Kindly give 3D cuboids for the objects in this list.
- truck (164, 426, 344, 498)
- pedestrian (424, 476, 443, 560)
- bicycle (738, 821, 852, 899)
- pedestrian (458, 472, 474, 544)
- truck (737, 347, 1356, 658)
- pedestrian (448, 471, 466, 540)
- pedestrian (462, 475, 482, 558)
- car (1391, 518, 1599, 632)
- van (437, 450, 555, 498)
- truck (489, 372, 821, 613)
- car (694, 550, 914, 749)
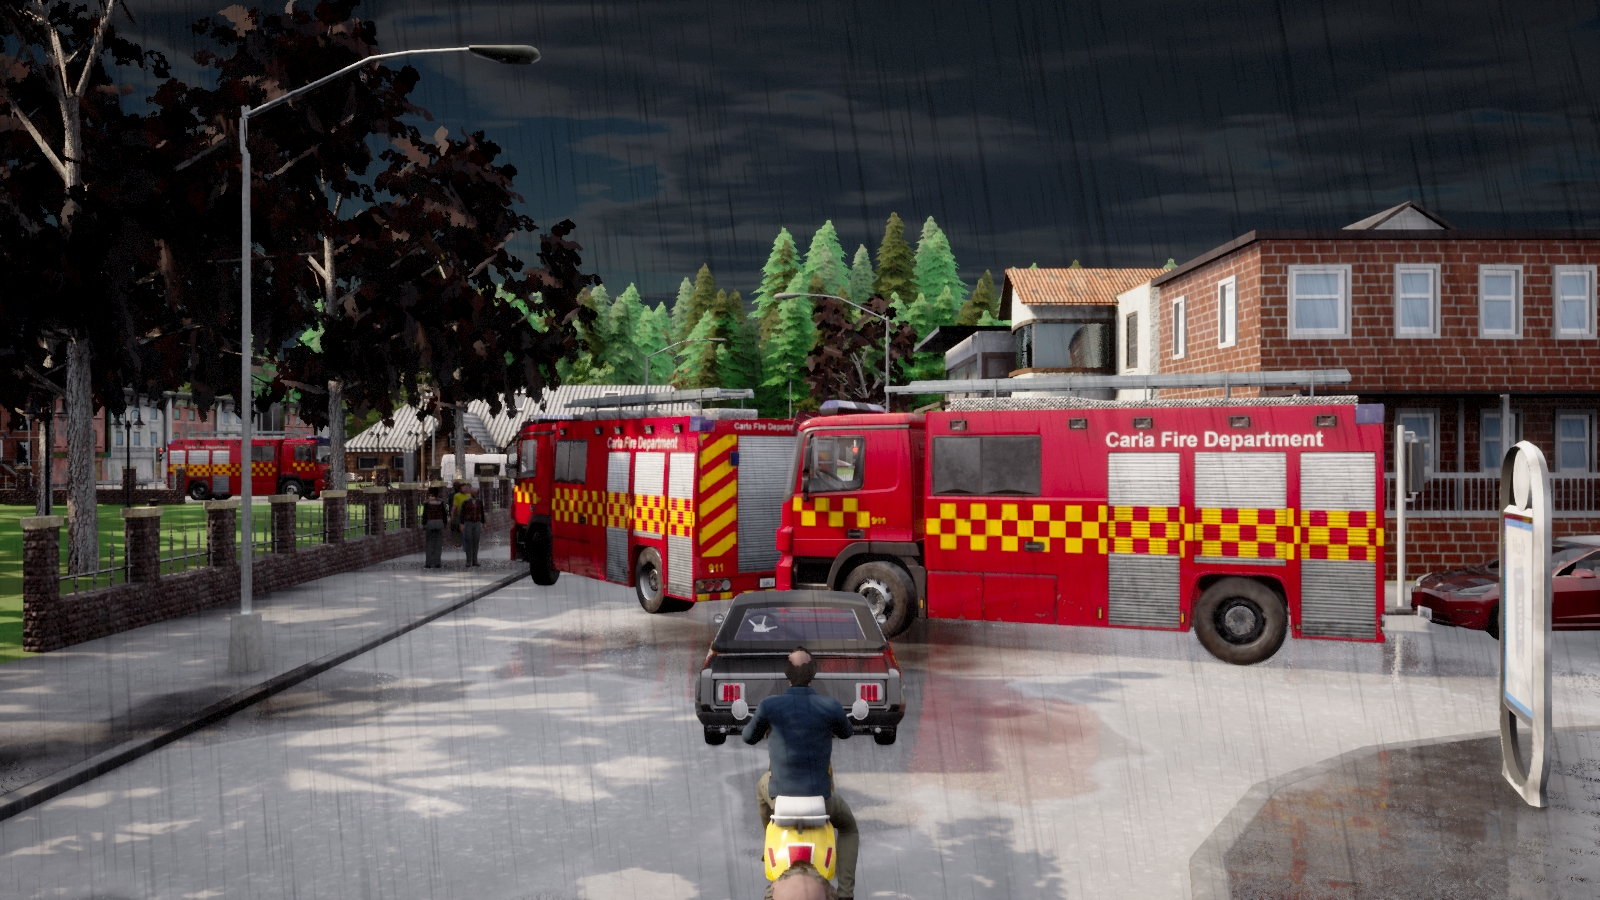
[{"bbox_3d":[-29.853,0.645,62.699,8.468,3.827,2.891,0,0,1],"label":"truck"},{"bbox_3d":[-8.216,1.514,25.633,0.375,1.860,0.375,0,0,-22],"label":"pedestrian"},{"bbox_3d":[-0.015,1.938,3.086,0.329,1.271,1.835,0,0,0],"label":"bicycle"},{"bbox_3d":[-8.778,1.513,30.008,0.375,1.860,0.375,0,0,-14],"label":"pedestrian"},{"bbox_3d":[3.503,0.662,17.042,8.468,3.827,2.891,0,0,23],"label":"truck"},{"bbox_3d":[-9.352,1.512,31.129,0.375,1.860,0.375,0,0,-1],"label":"pedestrian"},{"bbox_3d":[-7.486,1.514,26.081,0.375,1.860,0.375,0,0,-29],"label":"pedestrian"},{"bbox_3d":[11.906,1.835,17.293,4.792,1.488,2.163,0,0,0],"label":"car"},{"bbox_3d":[-16.613,1.289,62.612,5.915,2.561,1.988,0,0,0],"label":"van"},{"bbox_3d":[-3.230,0.662,22.435,2.891,3.827,8.468,0,0,-34],"label":"truck"},{"bbox_3d":[0.033,1.930,12.217,1.895,1.301,4.718,0,0,0],"label":"car"}]
